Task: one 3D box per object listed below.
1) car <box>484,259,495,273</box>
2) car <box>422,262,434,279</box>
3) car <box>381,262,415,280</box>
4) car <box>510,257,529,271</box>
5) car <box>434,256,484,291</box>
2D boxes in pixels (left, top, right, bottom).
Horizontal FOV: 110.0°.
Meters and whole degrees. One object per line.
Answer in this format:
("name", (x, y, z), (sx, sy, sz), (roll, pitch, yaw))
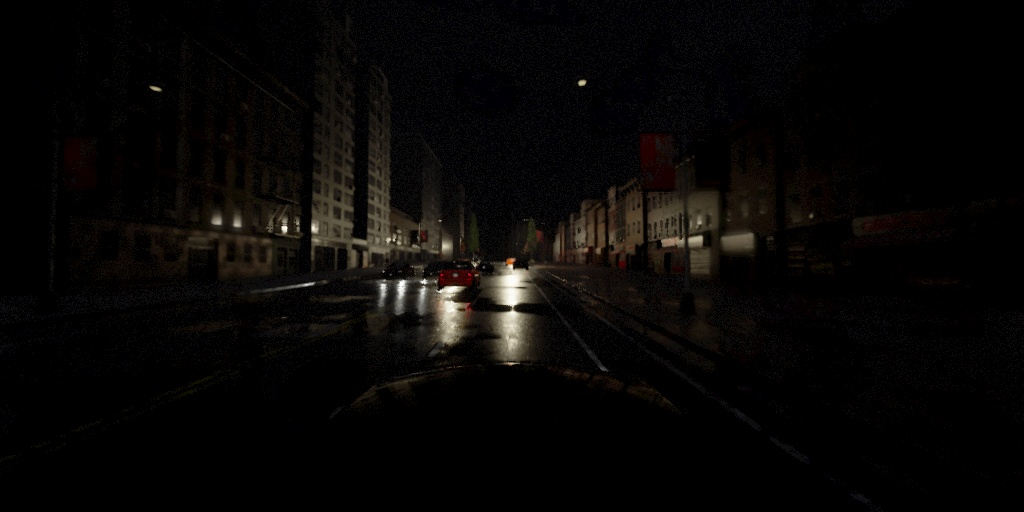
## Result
("car", (-3.149, 1.242, 42.209), (1.994, 1.385, 4.181), (0, 0, 0))
("car", (-6.592, 1.217, 31.725), (1.837, 1.490, 4.892), (0, 0, 0))
("car", (-9.843, 1.238, 31.437), (1.812, 1.442, 4.674), (0, 0, 0))
("car", (1.137, 1.008, 47.925), (2.097, 1.767, 4.553), (0, 0, 0))
("car", (-3.151, 1.090, 22.134), (2.097, 1.767, 4.553), (0, 0, 0))
